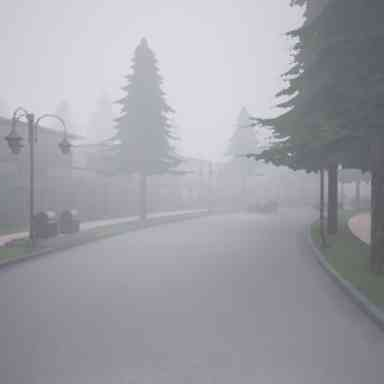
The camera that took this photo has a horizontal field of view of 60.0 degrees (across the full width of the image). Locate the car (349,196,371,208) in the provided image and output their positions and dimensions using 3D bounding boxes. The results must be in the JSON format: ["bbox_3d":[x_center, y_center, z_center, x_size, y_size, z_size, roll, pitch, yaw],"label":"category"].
[{"bbox_3d":[23.666,1.317,45.826,5.008,1.535,1.882,0,1,-35],"label":"car"}]

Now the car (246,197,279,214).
[{"bbox_3d":[7.071,1.302,32.949,1.882,1.535,5.008,0,0,34],"label":"car"}]

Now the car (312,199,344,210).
[{"bbox_3d":[15.890,1.440,38.736,4.718,1.301,1.895,0,1,-44],"label":"car"}]
